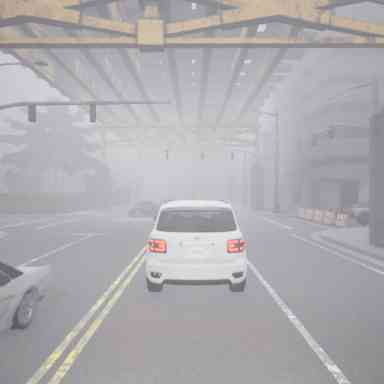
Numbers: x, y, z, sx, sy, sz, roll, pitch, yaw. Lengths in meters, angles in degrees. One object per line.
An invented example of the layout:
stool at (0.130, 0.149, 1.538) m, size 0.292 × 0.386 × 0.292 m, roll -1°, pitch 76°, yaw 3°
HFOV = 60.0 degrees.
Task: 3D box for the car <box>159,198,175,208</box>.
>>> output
car at (-3.552, 1.564, 47.911) m, size 1.994 × 1.385 × 4.181 m, roll 0°, pitch 0°, yaw 1°

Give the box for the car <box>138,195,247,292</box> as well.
car at (0.085, 1.221, 9.075) m, size 2.150 × 2.045 × 5.566 m, roll 0°, pitch 0°, yaw 0°

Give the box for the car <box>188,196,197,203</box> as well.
car at (0.147, 1.526, 68.196) m, size 1.812 × 1.442 × 4.674 m, roll 0°, pitch 0°, yaw 0°

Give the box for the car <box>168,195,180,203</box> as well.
car at (-3.457, 1.270, 63.723) m, size 1.994 × 1.385 × 4.181 m, roll 0°, pitch 0°, yaw 0°

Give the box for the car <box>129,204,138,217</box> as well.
car at (-4.198, 1.525, 30.855) m, size 1.812 × 1.442 × 4.674 m, roll 0°, pitch 0°, yaw 13°

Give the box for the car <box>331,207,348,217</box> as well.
car at (13.653, 1.295, 26.257) m, size 4.536 × 1.218 × 1.853 m, roll 0°, pitch 0°, yaw 25°

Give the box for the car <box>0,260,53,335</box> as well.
car at (-3.597, 1.601, 4.129) m, size 1.895 × 1.301 × 4.718 m, roll 0°, pitch 0°, yaw 0°

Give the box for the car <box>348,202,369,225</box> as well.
car at (13.277, 1.453, 22.120) m, size 4.974 × 1.542 × 2.038 m, roll 0°, pitch 0°, yaw -20°
